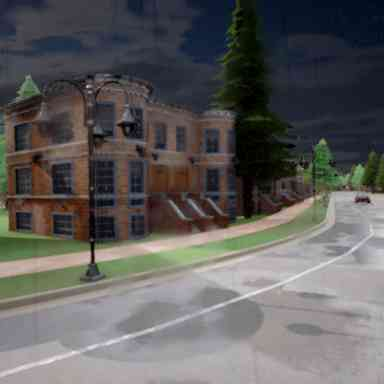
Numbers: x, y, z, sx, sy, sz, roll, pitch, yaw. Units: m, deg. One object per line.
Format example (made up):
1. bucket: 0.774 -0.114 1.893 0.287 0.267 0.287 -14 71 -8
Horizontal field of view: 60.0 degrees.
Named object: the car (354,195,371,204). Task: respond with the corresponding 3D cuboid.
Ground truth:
1. car: 24.293 1.028 47.394 1.895 1.301 4.718 -1 0 23
